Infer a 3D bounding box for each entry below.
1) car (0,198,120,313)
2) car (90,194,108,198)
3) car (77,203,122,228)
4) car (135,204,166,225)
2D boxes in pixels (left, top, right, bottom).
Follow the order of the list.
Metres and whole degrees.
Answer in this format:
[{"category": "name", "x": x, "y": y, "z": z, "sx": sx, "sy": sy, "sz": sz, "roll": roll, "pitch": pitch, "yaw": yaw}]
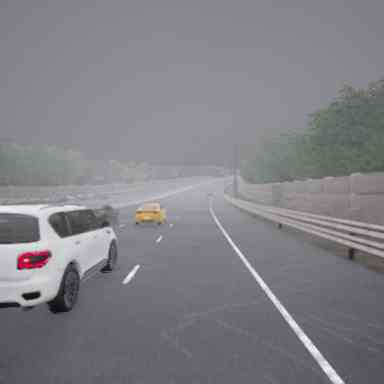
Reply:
[{"category": "car", "x": -3.363, "y": 1.289, "z": 7.939, "sx": 2.150, "sy": 2.045, "sz": 5.566, "roll": 0, "pitch": 0, "yaw": 0}, {"category": "car", "x": -16.121, "y": 1.310, "z": 57.344, "sx": 2.150, "sy": 2.045, "sz": 5.566, "roll": 0, "pitch": 0, "yaw": 3}, {"category": "car", "x": -6.629, "y": 1.653, "z": 24.354, "sx": 1.837, "sy": 1.490, "sz": 4.892, "roll": 0, "pitch": 0, "yaw": 1}, {"category": "car", "x": -3.099, "y": 1.634, "z": 25.733, "sx": 1.882, "sy": 1.535, "sz": 5.008, "roll": 0, "pitch": 0, "yaw": 1}]
